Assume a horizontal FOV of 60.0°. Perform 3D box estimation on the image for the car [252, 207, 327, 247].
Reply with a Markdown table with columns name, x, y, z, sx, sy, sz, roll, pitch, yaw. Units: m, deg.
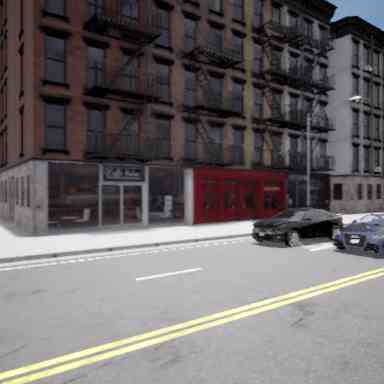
| name | x | y | z | sx | sy | sz | roll | pitch | yaw |
| --- | --- | --- | --- | --- | --- | --- | --- | --- | --- |
| car | 4.905 | 1.477 | 15.163 | 5.008 | 1.535 | 1.882 | 0 | 0 | -35 |

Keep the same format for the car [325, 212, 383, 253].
| name | x | y | z | sx | sy | sz | roll | pitch | yaw |
| --- | --- | --- | --- | --- | --- | --- | --- | --- | --- |
| car | 7.391 | 1.563 | 12.943 | 4.181 | 1.385 | 1.994 | 0 | 0 | -35 |
